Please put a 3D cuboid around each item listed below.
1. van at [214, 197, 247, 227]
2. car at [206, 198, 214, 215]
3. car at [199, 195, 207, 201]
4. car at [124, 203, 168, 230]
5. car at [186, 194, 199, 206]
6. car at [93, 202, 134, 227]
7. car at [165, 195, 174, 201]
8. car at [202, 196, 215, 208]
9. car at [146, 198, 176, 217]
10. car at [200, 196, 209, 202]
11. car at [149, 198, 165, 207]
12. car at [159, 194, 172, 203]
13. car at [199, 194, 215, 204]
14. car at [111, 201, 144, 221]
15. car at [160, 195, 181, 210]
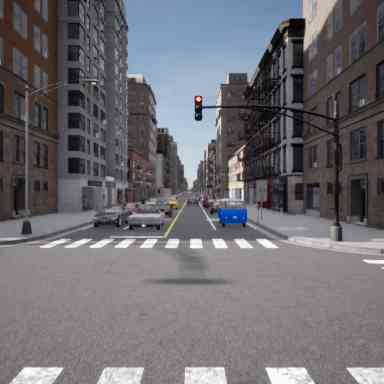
[{"bbox_3d":[2.660,1.340,22.467,1.690,1.788,3.998,0,0,0],"label":"van"},{"bbox_3d":[2.671,1.580,33.830,1.802,1.307,4.206,0,0,0],"label":"car"},{"bbox_3d":[2.723,1.530,84.962,1.947,1.339,4.313,0,0,0],"label":"car"},{"bbox_3d":[-2.798,1.600,21.173,1.895,1.301,4.718,0,0,-1],"label":"car"},{"bbox_3d":[0.160,1.478,55.365,2.128,1.511,4.902,0,0,0],"label":"car"},{"bbox_3d":[-5.365,1.549,22.467,2.008,1.369,4.403,0,0,0],"label":"car"},{"bbox_3d":[-5.307,1.409,79.285,1.967,1.590,4.097,0,0,0],"label":"car"},{"bbox_3d":[2.683,1.576,45.193,1.802,1.307,4.206,0,0,0],"label":"car"},{"bbox_3d":[-2.816,1.562,31.146,1.994,1.385,4.181,0,0,0],"label":"car"},{"bbox_3d":[2.712,1.524,73.599,2.008,1.369,4.403,0,0,0],"label":"car"},{"bbox_3d":[-5.336,1.556,50.877,1.947,1.339,4.313,0,0,0],"label":"car"},{"bbox_3d":[-5.319,1.292,67.921,2.192,1.841,5.009,0,0,0],"label":"car"},{"bbox_3d":[2.689,1.305,50.874,2.192,1.841,5.009,0,0,0],"label":"car"},{"bbox_3d":[-5.360,1.543,28.148,1.887,1.381,4.507,0,0,0],"label":"car"},{"bbox_3d":[-2.796,1.473,42.938,1.882,1.535,5.008,0,0,0],"label":"car"}]
